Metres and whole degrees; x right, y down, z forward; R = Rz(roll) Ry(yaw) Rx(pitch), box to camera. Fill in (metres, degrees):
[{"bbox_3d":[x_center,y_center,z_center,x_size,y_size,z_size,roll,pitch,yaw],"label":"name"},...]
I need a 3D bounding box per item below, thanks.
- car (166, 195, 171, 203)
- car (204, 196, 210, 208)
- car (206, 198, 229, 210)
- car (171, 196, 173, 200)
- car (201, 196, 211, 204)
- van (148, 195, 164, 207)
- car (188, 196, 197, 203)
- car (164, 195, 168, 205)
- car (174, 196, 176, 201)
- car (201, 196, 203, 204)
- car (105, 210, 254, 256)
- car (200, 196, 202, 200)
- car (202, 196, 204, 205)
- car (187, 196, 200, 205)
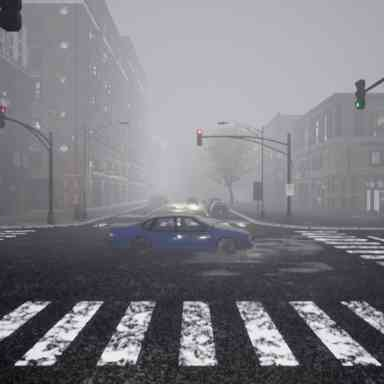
[{"bbox_3d":[-5.607,1.392,62.092,2.192,1.841,5.009,0,0,0],"label":"car"},{"bbox_3d":[2.744,1.475,39.292,1.967,1.590,4.097,0,0,0],"label":"car"},{"bbox_3d":[2.736,1.577,33.595,2.008,1.369,4.403,0,0,0],"label":"car"},{"bbox_3d":[-5.598,1.657,67.789,1.947,1.339,4.313,0,0,0],"label":"car"},{"bbox_3d":[2.782,1.531,67.776,1.967,1.590,4.097,0,0,0],"label":"car"},{"bbox_3d":[-5.622,1.395,50.698,1.690,1.788,3.998,0,0,0],"label":"van"},{"bbox_3d":[0.098,1.535,70.788,1.812,1.442,4.674,0,0,0],"label":"car"},{"bbox_3d":[-5.614,1.647,56.395,1.802,1.307,4.206,0,0,0],"label":"car"},{"bbox_3d":[-5.568,1.680,90.406,1.752,1.417,4.829,0,0,0],"label":"car"},{"bbox_3d":[2.759,1.636,50.685,1.802,1.307,4.206,0,0,0],"label":"car"},{"bbox_3d":[-0.453,1.550,12.591,5.357,1.411,2.033,0,0,0],"label":"car"},{"bbox_3d":[2.775,1.628,62.079,2.008,1.369,4.403,0,0,0],"label":"car"},{"bbox_3d":[2.751,1.484,44.988,1.967,1.590,4.097,0,0,0],"label":"car"},{"bbox_3d":[0.084,1.551,60.371,1.882,1.535,5.008,0,0,0],"label":"car"}]
